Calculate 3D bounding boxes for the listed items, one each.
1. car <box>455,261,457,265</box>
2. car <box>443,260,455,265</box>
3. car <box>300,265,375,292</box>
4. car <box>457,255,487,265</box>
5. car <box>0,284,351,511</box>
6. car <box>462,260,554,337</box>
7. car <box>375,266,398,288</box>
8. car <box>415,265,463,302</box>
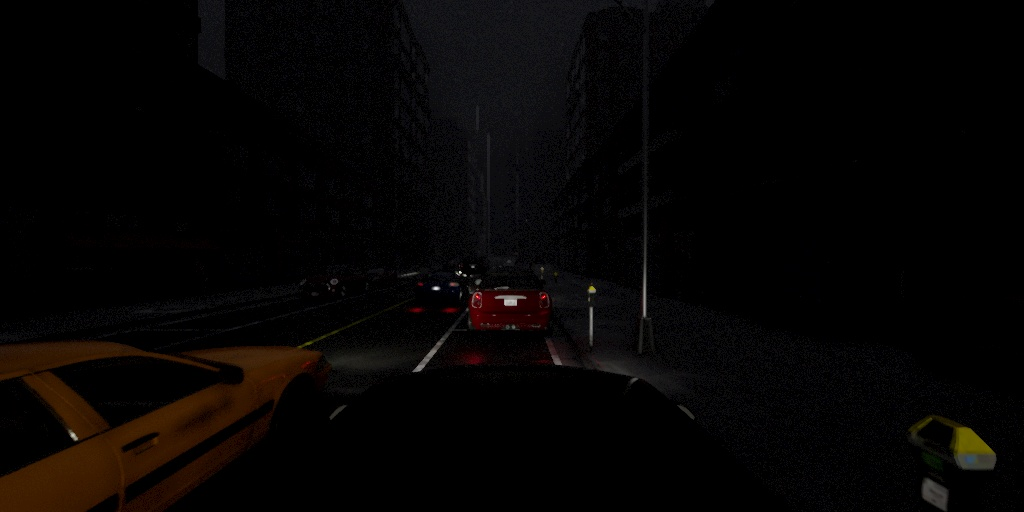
[{"bbox_3d":[-6.151,1.203,48.806,1.882,1.535,5.008,0,0,0],"label":"car"},{"bbox_3d":[-8.814,1.267,51.546,1.888,1.381,4.507,0,0,0],"label":"car"},{"bbox_3d":[-8.815,1.185,18.031,1.967,1.591,4.097,0,0,0],"label":"car"},{"bbox_3d":[-3.144,0.955,31.555,2.150,2.045,5.566,0,0,0],"label":"car"},{"bbox_3d":[-3.145,1.205,2.231,1.801,1.575,5.366,0,0,0],"label":"car"},{"bbox_3d":[-0.033,1.100,10.472,2.097,1.767,4.553,0,0,0],"label":"car"},{"bbox_3d":[-8.815,1.325,23.617,1.802,1.307,4.207,0,0,0],"label":"car"},{"bbox_3d":[-3.141,1.310,16.847,1.994,1.385,4.181,0,0,0],"label":"car"}]
